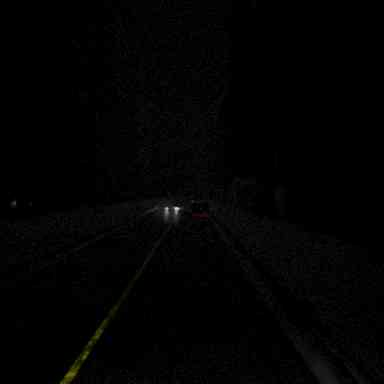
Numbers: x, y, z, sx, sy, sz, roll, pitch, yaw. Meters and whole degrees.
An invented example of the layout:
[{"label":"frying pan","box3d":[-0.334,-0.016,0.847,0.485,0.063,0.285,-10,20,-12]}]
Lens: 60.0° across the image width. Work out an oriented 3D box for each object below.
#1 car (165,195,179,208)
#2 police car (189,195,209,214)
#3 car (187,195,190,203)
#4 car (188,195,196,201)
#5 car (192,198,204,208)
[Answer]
[{"label":"car","box3d":[-3.068,1.671,51.580,1.812,1.442,4.674,0,0,0]},{"label":"police car","box3d":[0.901,1.525,37.258,1.930,1.638,5.238,0,0,0]},{"label":"car","box3d":[0.001,1.496,73.951,2.097,1.767,4.553,0,0,0]},{"label":"car","box3d":[0.001,1.688,88.982,1.882,1.535,5.008,0,0,0]},{"label":"car","box3d":[0.901,1.677,53.149,1.812,1.442,4.674,0,0,0]}]
